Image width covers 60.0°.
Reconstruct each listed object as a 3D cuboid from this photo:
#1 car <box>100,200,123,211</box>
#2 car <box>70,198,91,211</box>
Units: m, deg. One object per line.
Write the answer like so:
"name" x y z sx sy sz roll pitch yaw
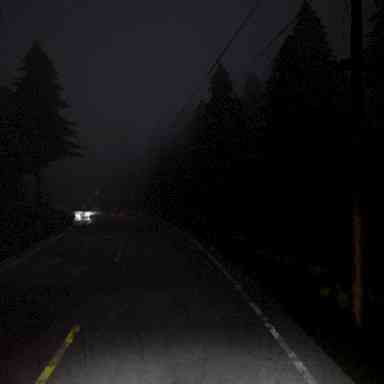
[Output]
"car" -10.066 1.622 41.327 1.895 1.301 4.718 0 0 -27
"car" -13.715 1.525 40.920 2.128 1.511 4.902 0 0 -28
